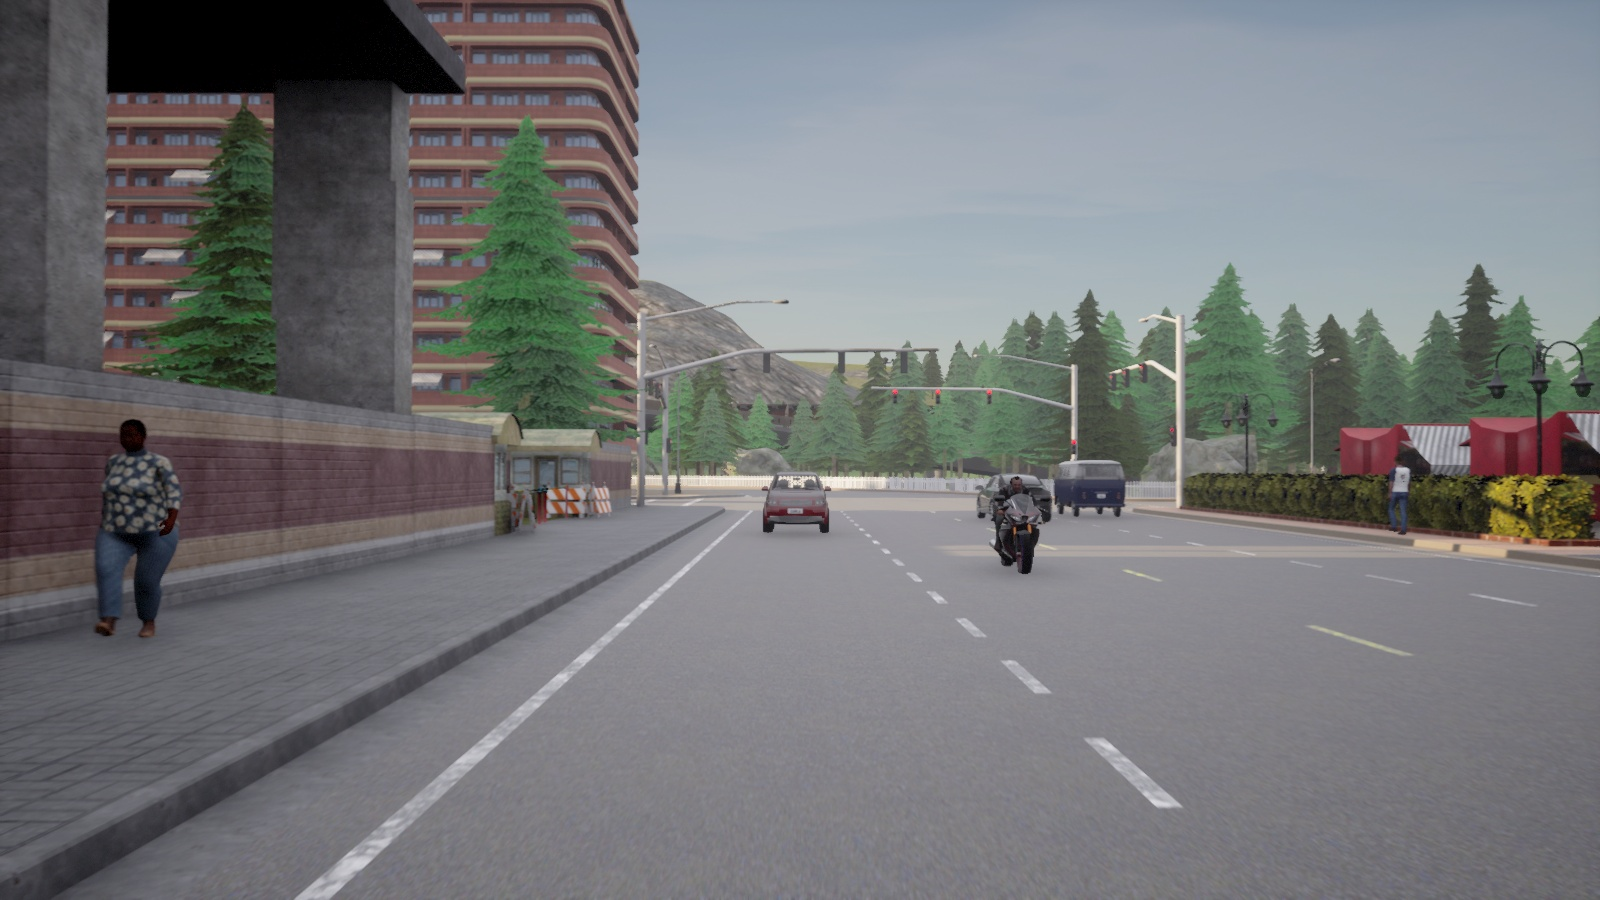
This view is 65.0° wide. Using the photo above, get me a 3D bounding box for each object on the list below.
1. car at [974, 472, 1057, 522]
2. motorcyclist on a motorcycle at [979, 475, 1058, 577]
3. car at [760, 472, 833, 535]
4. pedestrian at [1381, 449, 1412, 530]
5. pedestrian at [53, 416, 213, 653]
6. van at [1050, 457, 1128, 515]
[{"bbox_3d":[6.900,1.474,40.753,1.837,1.490,4.892,0,-1,0],"label":"car"},{"bbox_3d":[3.451,1.171,20.048,0.866,1.530,2.191,0,-1,0],"label":"motorcyclist on a motorcycle"},{"bbox_3d":[-0.081,1.340,32.666,1.789,1.549,3.705,0,-1,0],"label":"car"},{"bbox_3d":[13.757,0.898,28.971,0.354,1.836,0.706,0,-1,0],"label":"pedestrian"},{"bbox_3d":[-5.436,0.665,10.299,0.874,1.855,0.900,0,-1,-6],"label":"pedestrian"},{"bbox_3d":[10.388,1.282,45.432,1.775,1.987,4.442,0,-1,0],"label":"van"}]
